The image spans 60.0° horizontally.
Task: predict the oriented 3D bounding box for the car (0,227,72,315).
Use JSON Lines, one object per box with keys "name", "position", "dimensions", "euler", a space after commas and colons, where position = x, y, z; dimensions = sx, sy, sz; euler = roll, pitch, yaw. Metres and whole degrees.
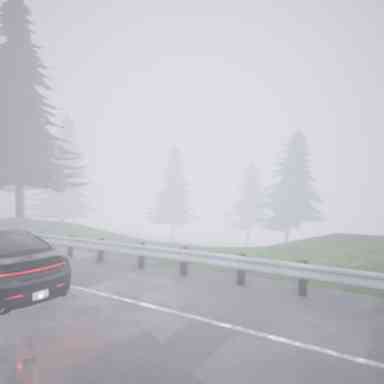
{"name": "car", "position": [-4.587, 1.506, 7.011], "dimensions": [4.892, 1.490, 1.837], "euler": [0, 0, 34]}
